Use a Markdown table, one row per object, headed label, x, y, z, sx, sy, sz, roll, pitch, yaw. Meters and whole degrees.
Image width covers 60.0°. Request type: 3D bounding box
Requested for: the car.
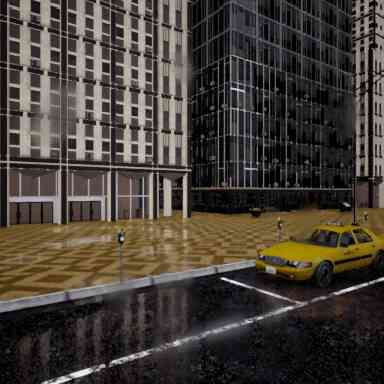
| label | x | y | z | sx | sy | sz | roll | pitch | yaw |
| --- | --- | --- | --- | --- | --- | --- | --- | --- | --- |
| car | 3.830 | 1.526 | 9.271 | 4.829 | 1.417 | 1.752 | 0 | 0 | -35 |
